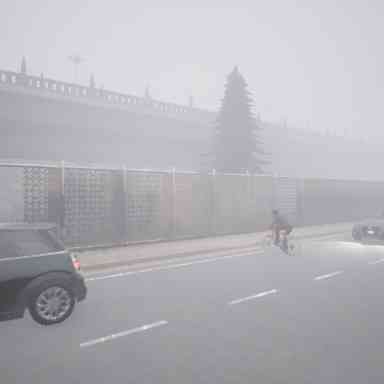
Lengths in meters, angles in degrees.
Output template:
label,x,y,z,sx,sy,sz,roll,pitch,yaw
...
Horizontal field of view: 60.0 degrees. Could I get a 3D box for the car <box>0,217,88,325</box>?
label,x,y,z,sx,sy,sz,roll,pitch,yaw
car,-4.232,1.352,5.560,4.553,1.767,2.097,0,0,-33

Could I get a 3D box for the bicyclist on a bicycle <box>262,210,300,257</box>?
label,x,y,z,sx,sy,sz,roll,pitch,yaw
bicyclist on a bicycle,3.121,1.455,11.813,0.582,1.620,1.656,0,-2,-38

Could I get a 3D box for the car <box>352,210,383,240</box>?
label,x,y,z,sx,sy,sz,roll,pitch,yaw
car,9.331,1.564,15.636,4.181,1.385,1.994,0,0,-38
